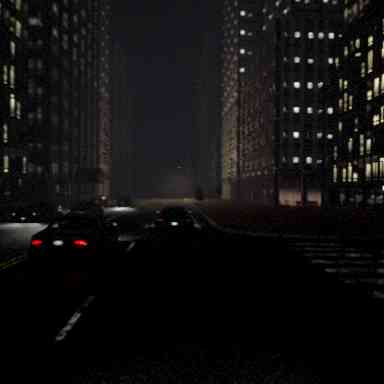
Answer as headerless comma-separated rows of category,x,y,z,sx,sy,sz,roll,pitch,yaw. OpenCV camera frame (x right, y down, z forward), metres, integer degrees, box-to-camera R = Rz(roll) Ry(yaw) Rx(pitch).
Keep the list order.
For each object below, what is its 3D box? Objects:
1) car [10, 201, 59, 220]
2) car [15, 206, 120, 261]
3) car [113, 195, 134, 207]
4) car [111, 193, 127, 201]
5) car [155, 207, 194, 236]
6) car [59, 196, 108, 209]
car,-11.252,1.351,24.541,2.033,1.411,5.357,0,0,-3
car,-3.884,1.464,11.827,2.033,1.411,5.357,0,0,-3
car,-9.064,1.234,45.415,2.128,1.511,4.902,0,0,-3
car,-12.961,0.855,59.297,2.033,1.411,5.357,0,0,-3
car,-0.942,1.477,17.874,1.994,1.385,4.181,0,0,-3
car,-8.044,1.317,25.451,2.128,1.511,4.902,0,0,-3
